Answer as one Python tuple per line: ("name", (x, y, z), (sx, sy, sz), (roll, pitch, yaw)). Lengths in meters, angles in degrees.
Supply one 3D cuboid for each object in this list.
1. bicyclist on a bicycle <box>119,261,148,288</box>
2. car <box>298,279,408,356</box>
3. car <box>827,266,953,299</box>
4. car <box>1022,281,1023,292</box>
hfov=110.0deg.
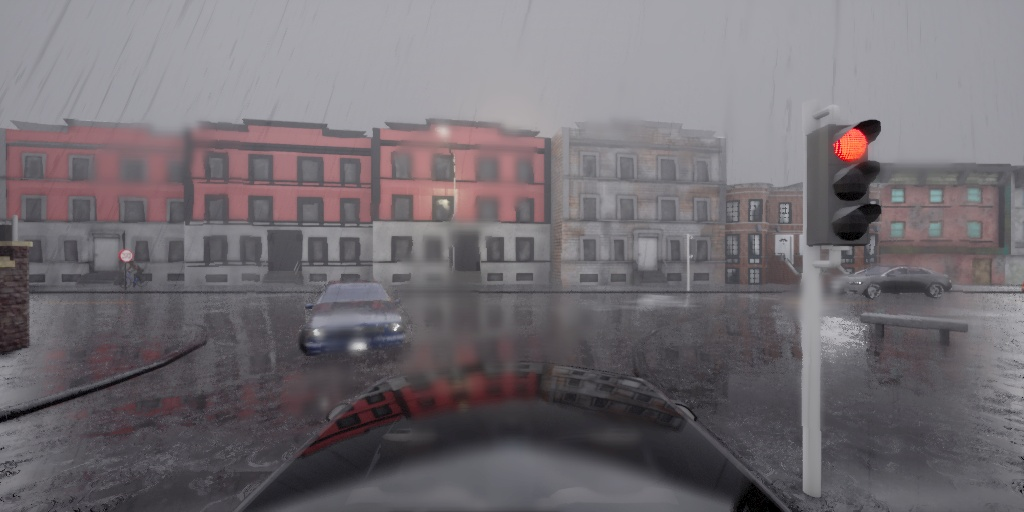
("bicyclist on a bicycle", (-22.690, 1.098, 21.514), (0.582, 1.620, 1.656), (0, 0, 0))
("car", (-3.941, 1.297, 9.042), (2.033, 1.411, 5.357), (0, 0, -25))
("car", (18.126, 1.242, 17.335), (4.902, 1.511, 2.128), (0, 0, 0))
("car", (28.020, 1.102, 17.327), (4.553, 1.767, 2.097), (0, 0, 0))
